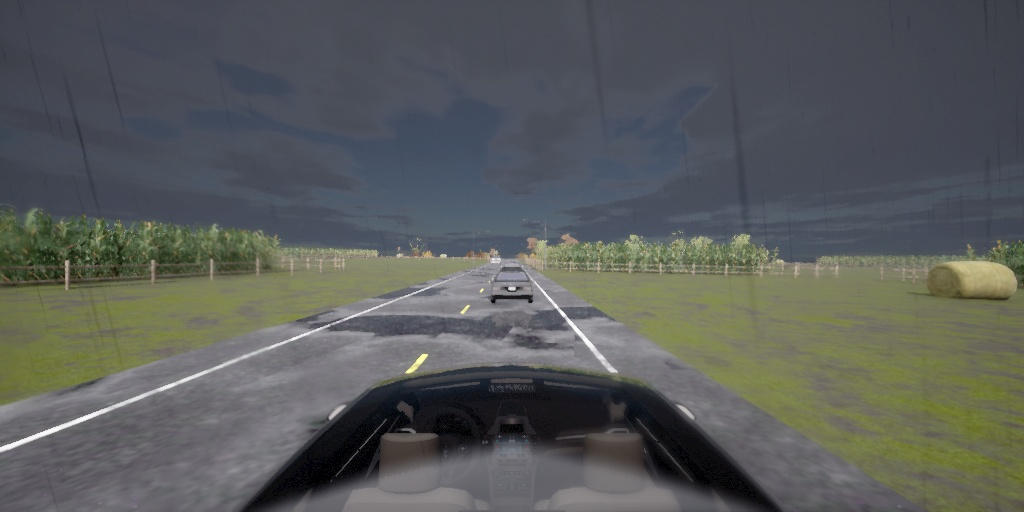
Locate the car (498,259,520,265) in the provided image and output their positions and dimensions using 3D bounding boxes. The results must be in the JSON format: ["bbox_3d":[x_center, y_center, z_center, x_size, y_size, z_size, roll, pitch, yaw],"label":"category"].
[{"bbox_3d":[0.000,1.243,31.509,1.882,1.535,5.008,0,0,0],"label":"car"}]

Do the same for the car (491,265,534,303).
[{"bbox_3d":[0.000,1.317,16.507,2.033,1.411,5.357,0,0,0],"label":"car"}]
